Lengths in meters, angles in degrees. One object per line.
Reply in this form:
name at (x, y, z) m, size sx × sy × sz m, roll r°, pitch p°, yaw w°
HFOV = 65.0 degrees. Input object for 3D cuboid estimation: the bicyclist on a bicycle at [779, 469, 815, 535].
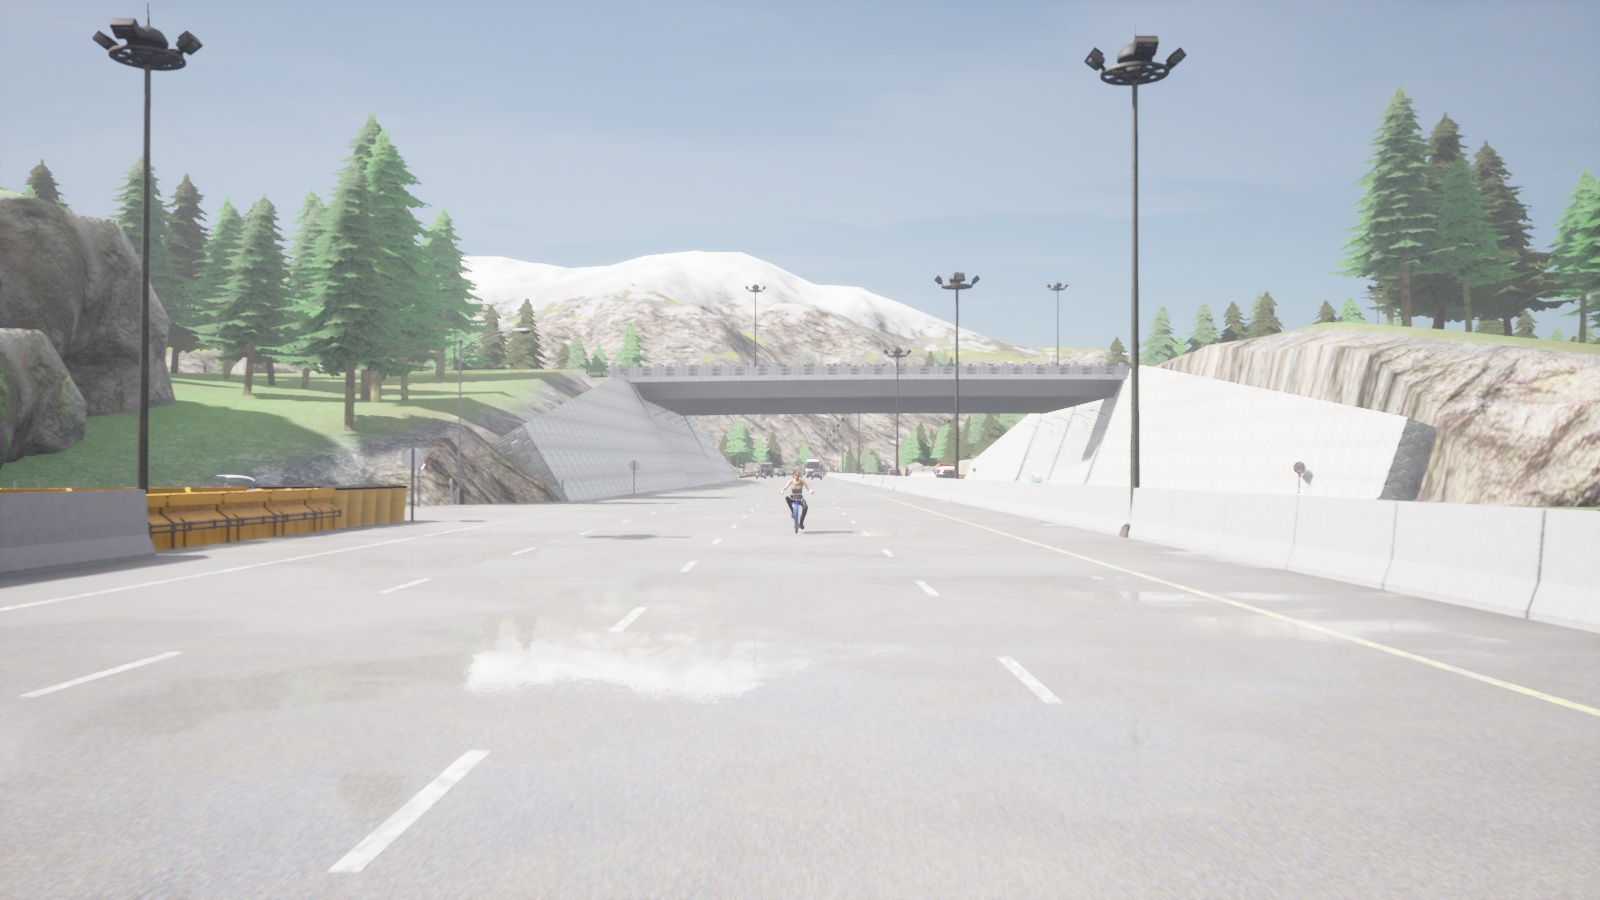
bicyclist on a bicycle at (-0.072, 1.275, 31.292) m, size 0.866 × 1.612 × 1.509 m, roll 0°, pitch -1°, yaw 0°

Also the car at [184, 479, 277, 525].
car at (-17.880, 1.601, 39.441) m, size 1.481 × 1.376 × 2.207 m, roll -1°, pitch -1°, yaw 37°
